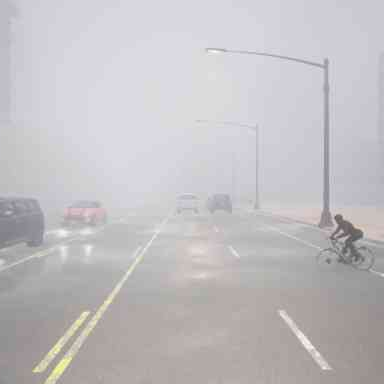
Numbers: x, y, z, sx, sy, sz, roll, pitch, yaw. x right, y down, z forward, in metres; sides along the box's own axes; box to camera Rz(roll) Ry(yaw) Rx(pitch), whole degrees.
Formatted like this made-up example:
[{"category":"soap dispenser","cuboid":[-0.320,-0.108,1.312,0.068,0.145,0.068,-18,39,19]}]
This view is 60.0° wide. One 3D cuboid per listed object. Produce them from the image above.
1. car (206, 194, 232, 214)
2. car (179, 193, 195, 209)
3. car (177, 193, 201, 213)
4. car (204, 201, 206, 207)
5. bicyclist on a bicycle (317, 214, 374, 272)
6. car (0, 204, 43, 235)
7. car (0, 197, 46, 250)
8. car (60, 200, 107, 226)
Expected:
[{"category":"car","cuboid":[3.014,1.221,36.092,2.150,2.045,5.566,0,0,-1]},{"category":"car","cuboid":[-0.683,1.221,47.536,2.150,2.045,5.566,0,0,-1]},{"category":"car","cuboid":[-0.500,1.221,36.943,2.150,2.045,5.566,0,0,-1]},{"category":"car","cuboid":[2.805,1.547,46.747,2.033,1.411,5.357,0,0,-1]},{"category":"bicyclist on a bicycle","cuboid":[4.322,1.452,9.403,1.656,1.620,0.582,-2,0,-1]},{"category":"car","cuboid":[-10.870,1.506,19.806,1.837,1.490,4.892,0,-1,-1]},{"category":"car","cuboid":[-7.277,1.224,11.958,2.150,2.045,5.566,0,0,-1]},{"category":"car","cuboid":[-7.459,1.351,23.208,2.097,1.767,4.553,0,0,-1]}]
